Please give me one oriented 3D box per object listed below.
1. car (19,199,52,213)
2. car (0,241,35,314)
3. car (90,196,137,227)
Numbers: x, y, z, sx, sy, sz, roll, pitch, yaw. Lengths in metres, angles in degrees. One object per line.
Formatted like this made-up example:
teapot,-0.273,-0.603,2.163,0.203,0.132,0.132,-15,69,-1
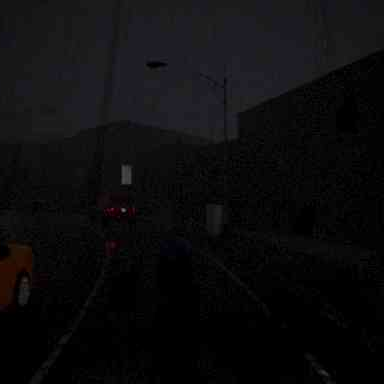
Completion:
car,-17.670,1.502,37.445,5.008,1.535,1.882,0,-1,39
car,-4.054,1.491,4.951,1.882,1.535,5.008,0,0,-6
car,-5.632,1.271,23.504,2.150,2.045,5.566,1,-1,-28
